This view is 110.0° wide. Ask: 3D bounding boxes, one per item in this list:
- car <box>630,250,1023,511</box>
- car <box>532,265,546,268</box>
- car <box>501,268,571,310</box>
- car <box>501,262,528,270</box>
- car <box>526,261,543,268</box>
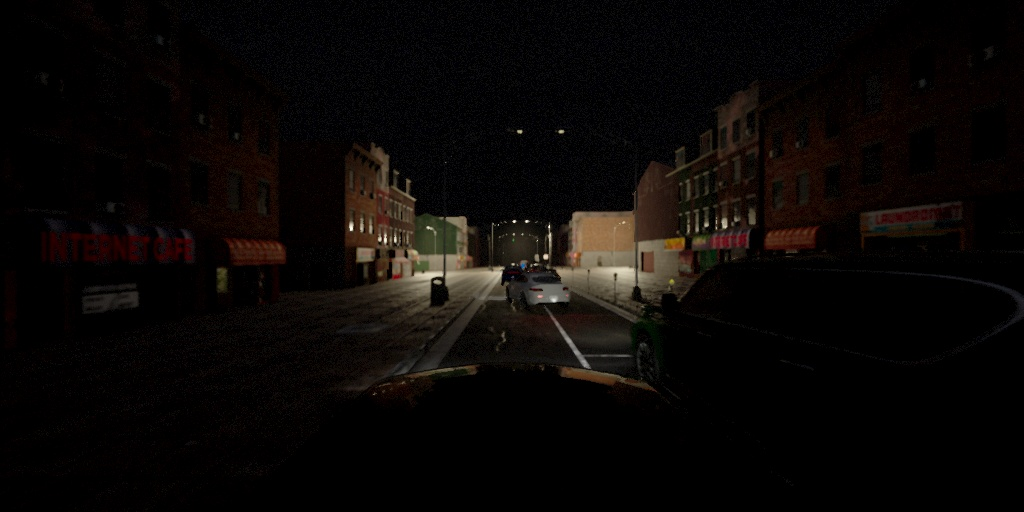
[{"bbox_3d":[2.982,0.996,3.491,2.150,2.045,5.566,0,-1,0],"label":"car"},{"bbox_3d":[2.671,1.581,26.274,1.802,1.307,4.207,0,0,0],"label":"car"},{"bbox_3d":[1.024,1.412,15.521,1.812,1.442,4.674,0,0,-13],"label":"car"},{"bbox_3d":[0.116,1.515,29.906,1.882,1.535,5.008,0,0,0],"label":"car"},{"bbox_3d":[2.687,1.556,37.078,1.967,1.591,4.097,0,0,0],"label":"car"}]
